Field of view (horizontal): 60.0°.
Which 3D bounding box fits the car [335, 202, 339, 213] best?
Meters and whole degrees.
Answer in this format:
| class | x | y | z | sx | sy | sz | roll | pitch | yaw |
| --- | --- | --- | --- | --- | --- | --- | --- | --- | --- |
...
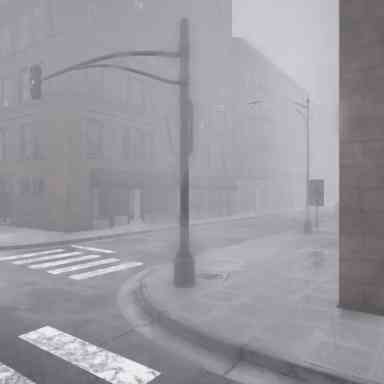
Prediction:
| class | x | y | z | sx | sy | sz | roll | pitch | yaw |
| --- | --- | --- | --- | --- | --- | --- | --- | --- | --- |
| car | 19.205 | 1.749 | 41.304 | 1.882 | 1.535 | 5.008 | 0 | 0 | 35 |
